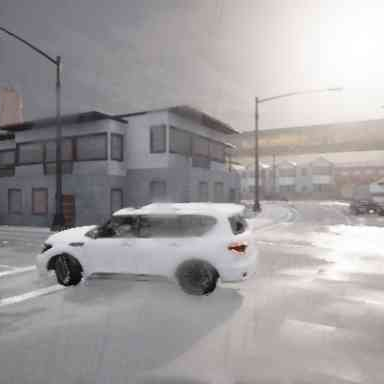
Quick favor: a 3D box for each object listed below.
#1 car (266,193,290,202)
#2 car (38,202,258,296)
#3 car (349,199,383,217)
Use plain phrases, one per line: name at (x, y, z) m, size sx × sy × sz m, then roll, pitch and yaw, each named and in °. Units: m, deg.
car at (13.525, 0.870, 52.836) m, size 1.837 × 1.490 × 4.892 m, roll 2°, pitch -1°, yaw -19°
car at (-1.142, 1.344, 8.600) m, size 5.566 × 2.045 × 2.150 m, roll 0°, pitch 4°, yaw 14°
car at (14.128, 1.229, 27.069) m, size 1.994 × 1.385 × 4.181 m, roll 0°, pitch 1°, yaw 16°
